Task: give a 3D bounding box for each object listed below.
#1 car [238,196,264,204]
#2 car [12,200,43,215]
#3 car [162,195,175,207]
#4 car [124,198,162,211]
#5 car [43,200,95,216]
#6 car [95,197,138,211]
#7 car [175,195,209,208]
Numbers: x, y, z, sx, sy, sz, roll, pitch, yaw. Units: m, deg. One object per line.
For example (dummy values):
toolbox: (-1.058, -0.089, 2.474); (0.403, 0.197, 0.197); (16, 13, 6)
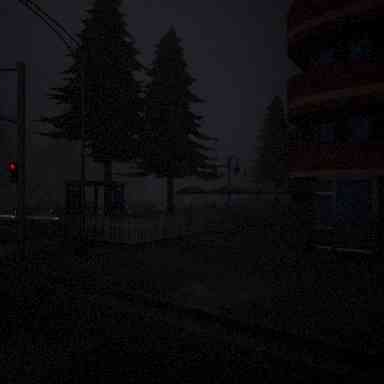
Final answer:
car: (10.420, 1.433, 57.960); (5.008, 1.535, 1.882); (0, 0, -24)
car: (-14.941, 1.492, 33.201); (2.033, 1.411, 5.357); (0, 0, 36)
car: (-2.613, 1.296, 48.686); (4.553, 1.767, 2.097); (0, 0, -43)
car: (-6.064, 1.508, 39.269); (1.994, 1.385, 4.181); (0, 0, 38)
car: (-11.377, 1.449, 32.128); (1.837, 1.490, 4.892); (0, 0, 36)
car: (-9.178, 1.436, 40.971); (2.128, 1.511, 4.902); (0, 0, 37)
car: (0.302, 1.298, 46.682); (4.553, 1.767, 2.097); (0, 0, -44)
